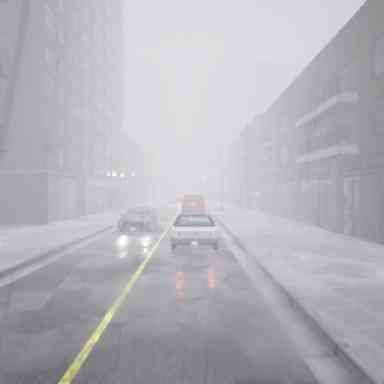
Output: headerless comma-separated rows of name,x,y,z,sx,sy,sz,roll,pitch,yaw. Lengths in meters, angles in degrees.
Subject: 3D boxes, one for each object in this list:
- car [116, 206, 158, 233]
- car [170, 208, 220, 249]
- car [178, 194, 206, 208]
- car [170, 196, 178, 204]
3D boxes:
car,-3.100,1.545,20.059,2.033,1.411,5.357,0,0,0
car,0.099,1.599,14.496,1.895,1.301,4.718,0,0,0
car,0.098,1.218,31.444,2.150,2.045,5.566,0,0,0
car,-3.030,1.535,61.760,1.812,1.442,4.674,0,0,1
